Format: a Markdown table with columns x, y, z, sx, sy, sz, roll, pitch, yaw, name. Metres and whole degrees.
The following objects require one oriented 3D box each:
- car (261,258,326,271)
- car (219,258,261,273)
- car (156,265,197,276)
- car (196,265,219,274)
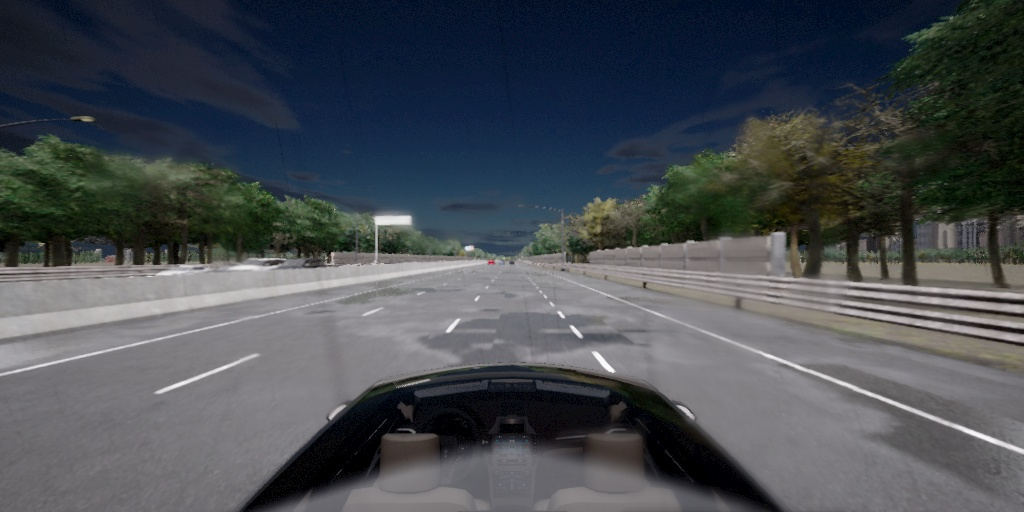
| x | y | z | sx | sy | sz | roll | pitch | yaw | name |
| --- | --- | --- | --- | --- | --- | --- | --- | --- | --- |
| -17.592 | 1.210 | 29.735 | 2.150 | 2.045 | 5.566 | 0 | 0 | 0 | car |
| -21.090 | 1.214 | 30.142 | 2.150 | 2.045 | 5.566 | 0 | 0 | 0 | car |
| -28.084 | 1.526 | 31.074 | 1.812 | 1.442 | 4.674 | 0 | 0 | 0 | car |
| -24.585 | 1.530 | 31.496 | 1.812 | 1.442 | 4.674 | 0 | 0 | 0 | car |
